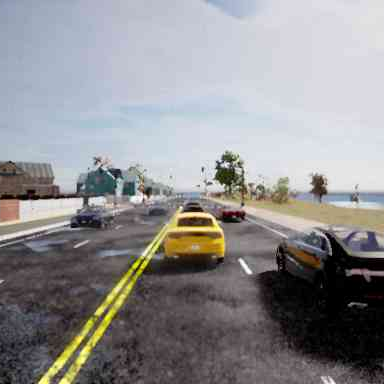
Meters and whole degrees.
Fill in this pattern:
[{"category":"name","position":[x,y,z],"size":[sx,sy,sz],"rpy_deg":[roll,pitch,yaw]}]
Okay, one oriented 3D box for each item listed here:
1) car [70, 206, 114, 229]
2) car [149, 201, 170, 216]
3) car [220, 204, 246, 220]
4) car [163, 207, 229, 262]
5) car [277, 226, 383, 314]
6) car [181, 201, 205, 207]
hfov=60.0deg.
[{"category":"car","position":[-6.594,1.638,22.241],"size":[1.994,1.385,4.181],"rpy_deg":[0,0,0]},{"category":"car","position":[-3.334,1.669,35.027],"size":[2.033,1.411,5.357],"rpy_deg":[0,0,0]},{"category":"car","position":[3.355,1.698,28.679],"size":[1.895,1.301,4.718],"rpy_deg":[0,0,0]},{"category":"car","position":[0.098,1.517,12.374],"size":[1.882,1.535,5.008],"rpy_deg":[0,0,0]},{"category":"car","position":[3.336,1.516,7.635],"size":[2.128,1.511,4.902],"rpy_deg":[0,0,0]},{"category":"car","position":[0.106,1.607,30.134],"size":[1.837,1.490,4.892],"rpy_deg":[0,0,0]}]
